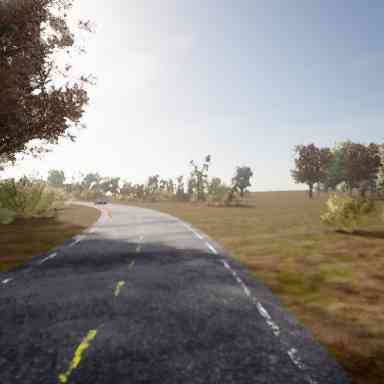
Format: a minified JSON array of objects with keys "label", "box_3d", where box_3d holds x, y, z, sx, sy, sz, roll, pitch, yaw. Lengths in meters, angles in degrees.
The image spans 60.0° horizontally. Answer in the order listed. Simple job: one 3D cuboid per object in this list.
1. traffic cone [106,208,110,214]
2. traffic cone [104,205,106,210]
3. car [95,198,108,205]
[{"label":"traffic cone","box_3d":[-8.157,2.126,32.971,0.340,0.580,0.340,0,0,-13]},{"label":"traffic cone","box_3d":[-10.745,2.177,42.442,0.340,0.580,0.340,0,0,-17]},{"label":"car","box_3d":[-18.179,1.932,66.660,1.994,1.385,4.181,0,0,-27]}]
